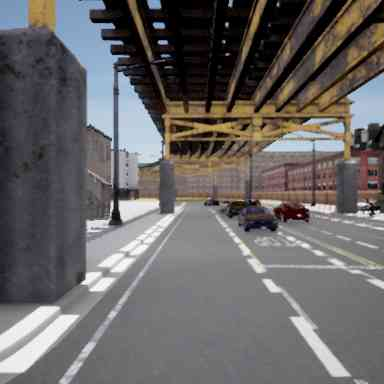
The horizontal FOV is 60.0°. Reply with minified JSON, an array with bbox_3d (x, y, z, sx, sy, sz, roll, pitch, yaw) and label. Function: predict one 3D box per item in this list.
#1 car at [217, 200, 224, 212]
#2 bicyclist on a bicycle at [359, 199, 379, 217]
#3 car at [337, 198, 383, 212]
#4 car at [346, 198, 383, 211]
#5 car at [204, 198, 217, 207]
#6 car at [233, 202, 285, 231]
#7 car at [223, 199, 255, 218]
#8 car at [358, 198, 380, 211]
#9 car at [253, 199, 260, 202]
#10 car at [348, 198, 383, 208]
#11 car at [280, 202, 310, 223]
[{"bbox_3d":[4.382,1.648,40.066,1.812,1.442,4.674,0,0,0],"label":"car"},{"bbox_3d":[15.209,1.389,28.553,1.656,1.620,0.582,0,0,1],"label":"bicyclist on a bicycle"},{"bbox_3d":[20.329,1.573,40.191,4.974,1.542,2.038,0,0,31],"label":"car"},{"bbox_3d":[22.497,1.582,43.227,4.974,1.542,2.038,0,0,-29],"label":"car"},{"bbox_3d":[3.444,1.732,54.784,1.994,1.385,4.181,0,0,-14],"label":"car"},{"bbox_3d":[4.054,1.612,21.159,2.033,1.411,5.357,0,0,1],"label":"car"},{"bbox_3d":[4.273,1.599,30.899,1.837,1.490,4.892,0,0,1],"label":"car"},{"bbox_3d":[20.373,1.415,40.165,4.536,1.218,1.853,0,0,31],"label":"car"},{"bbox_3d":[8.189,1.629,45.327,2.128,1.511,4.902,0,0,-1],"label":"car"},{"bbox_3d":[22.543,1.424,43.253,4.536,1.218,1.853,0,0,-29],"label":"car"},{"bbox_3d":[7.882,1.559,26.756,1.882,1.535,5.008,0,0,1],"label":"car"}]
